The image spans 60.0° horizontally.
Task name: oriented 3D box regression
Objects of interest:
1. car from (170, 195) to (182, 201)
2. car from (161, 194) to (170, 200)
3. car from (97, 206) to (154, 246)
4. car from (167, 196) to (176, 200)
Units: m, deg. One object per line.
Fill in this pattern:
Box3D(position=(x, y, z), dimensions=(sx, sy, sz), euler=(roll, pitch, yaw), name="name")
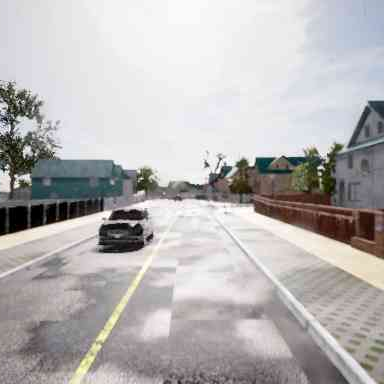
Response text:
Box3D(position=(-3.613, 1.533, 83.896), dimensions=(1.837, 1.490, 4.892), euler=(0, 0, -10), name="car")
Box3D(position=(-7.285, 1.226, 88.776), dimensions=(1.812, 1.442, 4.674), euler=(0, 0, -10), name="car")
Box3D(position=(-2.837, 1.450, 15.075), dimensions=(1.837, 1.490, 4.892), euler=(0, 0, 0), name="car")
Box3D(position=(-5.772, 1.658, 95.061), dimensions=(1.895, 1.301, 4.718), euler=(0, -1, -12), name="car")
